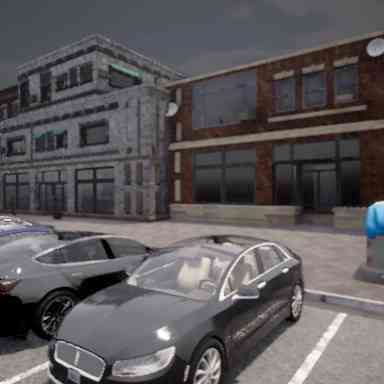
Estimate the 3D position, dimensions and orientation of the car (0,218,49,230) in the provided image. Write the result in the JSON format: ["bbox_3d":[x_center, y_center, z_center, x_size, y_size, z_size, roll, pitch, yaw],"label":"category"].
[{"bbox_3d":[-4.271,1.533,8.349,2.002,1.452,4.674,0,0,35],"label":"car"}]

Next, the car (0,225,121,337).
[{"bbox_3d":[-1.982,1.517,6.774,2.163,1.488,4.792,0,0,35],"label":"car"}]

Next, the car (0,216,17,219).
[{"bbox_3d":[-6.435,1.500,9.886,2.231,1.521,4.892,0,0,35],"label":"car"}]

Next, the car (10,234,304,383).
[{"bbox_3d":[0.277,1.484,5.154,2.231,1.521,4.892,0,0,35],"label":"car"}]
